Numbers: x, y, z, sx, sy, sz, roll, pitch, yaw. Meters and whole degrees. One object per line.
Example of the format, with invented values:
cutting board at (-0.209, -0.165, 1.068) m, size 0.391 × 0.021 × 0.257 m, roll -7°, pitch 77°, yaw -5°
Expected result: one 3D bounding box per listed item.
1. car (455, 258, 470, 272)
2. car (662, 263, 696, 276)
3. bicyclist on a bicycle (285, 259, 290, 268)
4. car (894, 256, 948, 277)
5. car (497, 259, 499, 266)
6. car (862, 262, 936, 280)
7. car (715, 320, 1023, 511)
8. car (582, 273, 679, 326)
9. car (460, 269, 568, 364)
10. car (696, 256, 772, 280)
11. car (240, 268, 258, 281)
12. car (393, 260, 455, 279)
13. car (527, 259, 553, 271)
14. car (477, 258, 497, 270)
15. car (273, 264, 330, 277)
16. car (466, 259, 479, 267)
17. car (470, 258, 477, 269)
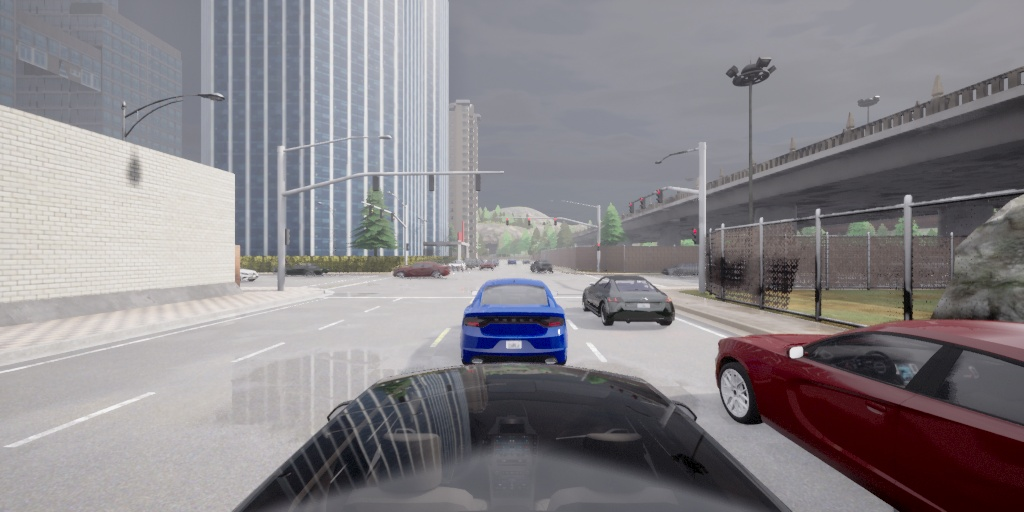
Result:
car at (-7.086, 1.276, 47.271) m, size 1.812 × 1.442 × 4.674 m, roll 0°, pitch 0°, yaw 0°
car at (17.146, 1.369, 35.477) m, size 4.181 × 1.385 × 1.994 m, roll 0°, pitch 0°, yaw 0°
bicyclist on a bicycle at (-25.296, 1.106, 40.175) m, size 0.582 × 1.620 × 1.656 m, roll 0°, pitch 0°, yaw 0°
car at (39.614, 1.025, 35.506) m, size 5.566 × 2.045 × 2.150 m, roll 0°, pitch 0°, yaw 0°
car at (-3.566, 1.351, 61.058) m, size 1.895 × 1.301 × 4.718 m, roll 0°, pitch 0°, yaw 0°
car at (34.200, 1.406, 32.005) m, size 4.718 × 1.301 × 1.895 m, roll 0°, pitch 0°, yaw 0°
car at (3.601, 1.228, 2.715) m, size 1.882 × 1.535 × 5.008 m, roll 0°, pitch 0°, yaw 0°
car at (3.576, 1.314, 11.709) m, size 1.994 × 1.385 × 4.181 m, roll 0°, pitch 0°, yaw 0°
car at (0.053, 1.228, 8.049) m, size 1.882 × 1.535 × 5.008 m, roll 0°, pitch 0°, yaw 1°
car at (19.999, 1.027, 31.980) m, size 5.566 × 2.045 × 2.150 m, roll 0°, pitch 0°, yaw 0°
car at (-22.634, 1.331, 28.218) m, size 4.674 × 1.442 × 1.812 m, roll 0°, pitch 0°, yaw 0°
car at (-8.002, 1.260, 31.928) m, size 5.008 × 1.535 × 1.882 m, roll 0°, pitch 0°, yaw 0°
car at (3.535, 1.256, 42.826) m, size 1.837 × 1.490 × 4.892 m, roll -3°, pitch 1°, yaw -10°
car at (-3.579, 1.351, 51.894) m, size 1.895 × 1.301 × 4.718 m, roll 0°, pitch 0°, yaw 0°
car at (-20.778, 1.406, 35.401) m, size 4.718 × 1.301 × 1.895 m, roll 0°, pitch 0°, yaw 0°
car at (-7.051, 1.314, 64.776) m, size 1.994 × 1.385 × 4.181 m, roll 0°, pitch 0°, yaw -1°
car at (-7.078, 1.102, 56.136) m, size 2.097 × 1.767 × 4.553 m, roll 0°, pitch 0°, yaw 0°
